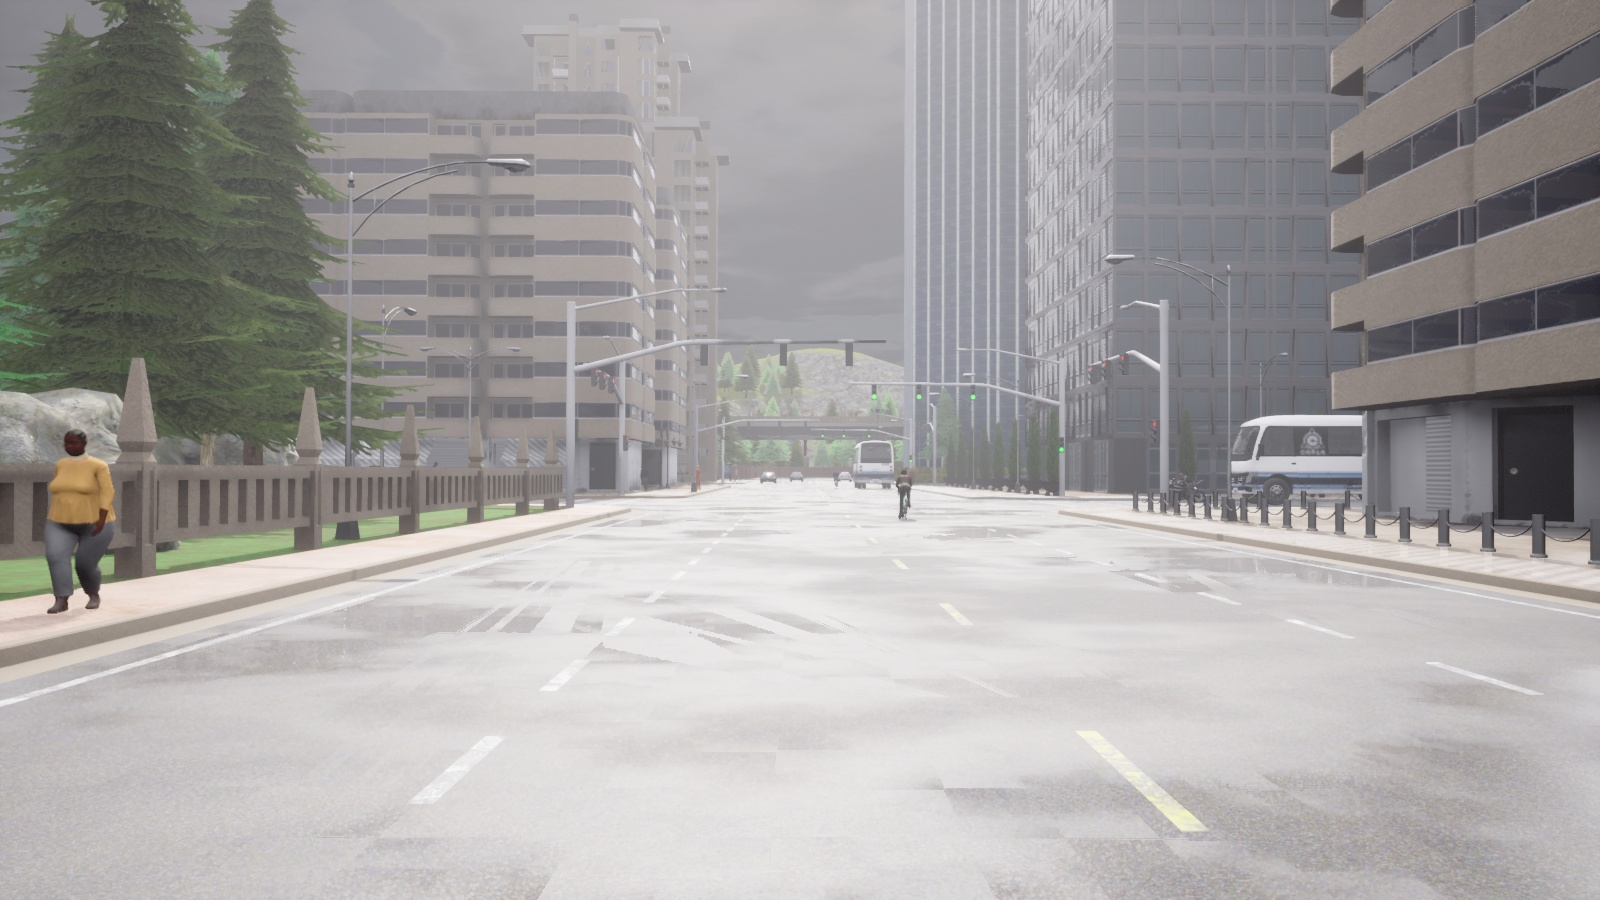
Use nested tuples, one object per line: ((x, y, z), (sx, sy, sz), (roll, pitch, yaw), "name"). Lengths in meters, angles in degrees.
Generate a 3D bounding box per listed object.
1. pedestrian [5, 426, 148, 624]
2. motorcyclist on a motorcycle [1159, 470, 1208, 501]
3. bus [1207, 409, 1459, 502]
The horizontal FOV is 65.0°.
((-7.019, 0.706, 12.232), (0.874, 1.855, 0.900), (0, -1, -2), "pedestrian")
((19.262, 1.773, 63.053), (2.191, 1.530, 0.866), (0, -1, 0), "motorcyclist on a motorcycle")
((25.076, 0.280, 59.561), (10.273, 4.253, 3.944), (0, -1, 0), "bus")
